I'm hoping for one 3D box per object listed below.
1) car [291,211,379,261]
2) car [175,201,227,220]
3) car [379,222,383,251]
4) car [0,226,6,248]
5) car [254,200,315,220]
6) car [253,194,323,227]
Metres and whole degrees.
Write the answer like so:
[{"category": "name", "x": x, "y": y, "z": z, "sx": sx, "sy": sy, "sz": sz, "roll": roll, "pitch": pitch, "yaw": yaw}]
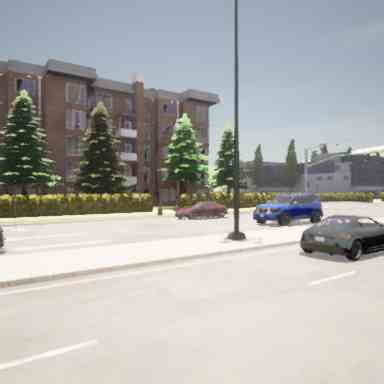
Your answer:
[{"category": "car", "x": 5.891, "y": 1.527, "z": 12.240, "sx": 4.181, "sy": 1.385, "sz": 1.994, "roll": 0, "pitch": 0, "yaw": -35}, {"category": "car", "x": 0.817, "y": 1.476, "z": 27.250, "sx": 4.674, "sy": 1.442, "sz": 1.812, "roll": 0, "pitch": 0, "yaw": -36}, {"category": "car", "x": 7.557, "y": 1.512, "z": 9.131, "sx": 5.357, "sy": 1.411, "sz": 2.033, "roll": 0, "pitch": 0, "yaw": -35}, {"category": "car", "x": -8.956, "y": 1.567, "z": 11.715, "sx": 4.181, "sy": 1.385, "sz": 1.994, "roll": 0, "pitch": 0, "yaw": -35}, {"category": "car", "x": 7.853, "y": 1.479, "z": 27.977, "sx": 5.357, "sy": 1.411, "sz": 2.033, "roll": 0, "pitch": 0, "yaw": -36}, {"category": "car", "x": 6.718, "y": 1.164, "z": 22.864, "sx": 5.566, "sy": 2.045, "sz": 2.150, "roll": 0, "pitch": 0, "yaw": -35}]
